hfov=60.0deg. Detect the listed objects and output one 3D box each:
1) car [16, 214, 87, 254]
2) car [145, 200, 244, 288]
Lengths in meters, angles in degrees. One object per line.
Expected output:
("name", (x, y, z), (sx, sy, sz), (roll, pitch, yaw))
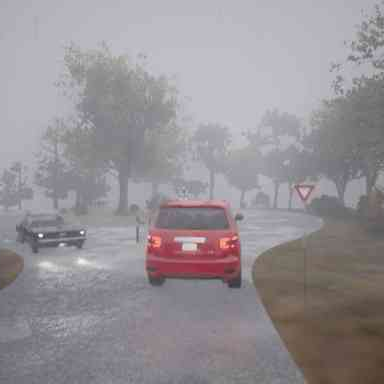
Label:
("car", (-5.931, 1.600, 13.809), (1.895, 1.301, 4.718), (0, 0, -35))
("car", (0.264, 1.221, 9.460), (2.150, 2.045, 5.566), (0, 0, 7))
